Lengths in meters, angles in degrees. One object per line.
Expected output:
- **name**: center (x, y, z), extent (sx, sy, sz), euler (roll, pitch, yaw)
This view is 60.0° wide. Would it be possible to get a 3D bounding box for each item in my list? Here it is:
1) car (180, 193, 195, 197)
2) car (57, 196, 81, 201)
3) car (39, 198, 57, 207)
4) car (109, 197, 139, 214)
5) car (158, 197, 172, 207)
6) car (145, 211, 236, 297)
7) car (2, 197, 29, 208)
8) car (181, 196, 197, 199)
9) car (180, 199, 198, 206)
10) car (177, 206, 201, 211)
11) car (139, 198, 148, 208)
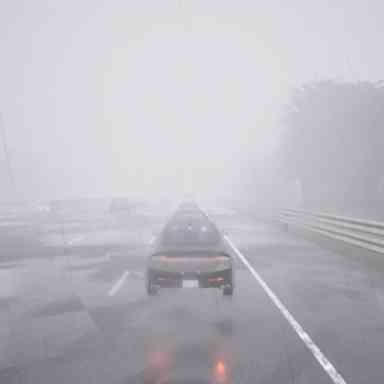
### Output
- **car**: center (-0.441, 1.157, 47.338), extent (2.150, 2.045, 5.566), euler (0, 0, -1)
- **car**: center (-18.093, 1.413, 50.332), extent (1.882, 1.535, 5.008), euler (0, 0, -1)
- **car**: center (-21.595, 1.541, 50.641), extent (1.994, 1.385, 4.181), euler (0, 0, -1)
- **car**: center (-7.260, 1.304, 35.119), extent (2.097, 1.767, 4.553), euler (0, 0, -1)
- **car**: center (-3.973, 1.481, 49.303), extent (2.033, 1.411, 5.357), euler (0, 0, -1)
- **car**: center (-0.041, 1.479, 8.557), extent (2.128, 1.511, 4.902), euler (0, 0, 0)
- **car**: center (-25.055, 1.419, 47.482), extent (1.837, 1.490, 4.892), euler (2, -2, 0)
- **car**: center (-0.289, 1.513, 37.072), extent (1.994, 1.385, 4.181), euler (0, 0, -1)
- **car**: center (-0.235, 1.511, 26.534), extent (2.033, 1.411, 5.357), euler (0, 0, -1)
- **car**: center (-0.105, 1.578, 16.538), extent (1.895, 1.301, 4.718), euler (0, 0, -1)
- **car**: center (-7.436, 1.537, 47.277), extent (1.895, 1.301, 4.718), euler (0, 0, -2)
